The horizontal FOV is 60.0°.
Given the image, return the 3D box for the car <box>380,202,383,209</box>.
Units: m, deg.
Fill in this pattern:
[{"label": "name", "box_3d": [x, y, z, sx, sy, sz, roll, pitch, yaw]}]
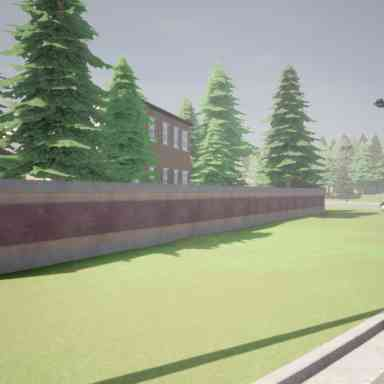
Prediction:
[{"label": "car", "box_3d": [25.199, 1.505, 40.693, 1.837, 1.490, 4.892, 0, 0, -6]}]
